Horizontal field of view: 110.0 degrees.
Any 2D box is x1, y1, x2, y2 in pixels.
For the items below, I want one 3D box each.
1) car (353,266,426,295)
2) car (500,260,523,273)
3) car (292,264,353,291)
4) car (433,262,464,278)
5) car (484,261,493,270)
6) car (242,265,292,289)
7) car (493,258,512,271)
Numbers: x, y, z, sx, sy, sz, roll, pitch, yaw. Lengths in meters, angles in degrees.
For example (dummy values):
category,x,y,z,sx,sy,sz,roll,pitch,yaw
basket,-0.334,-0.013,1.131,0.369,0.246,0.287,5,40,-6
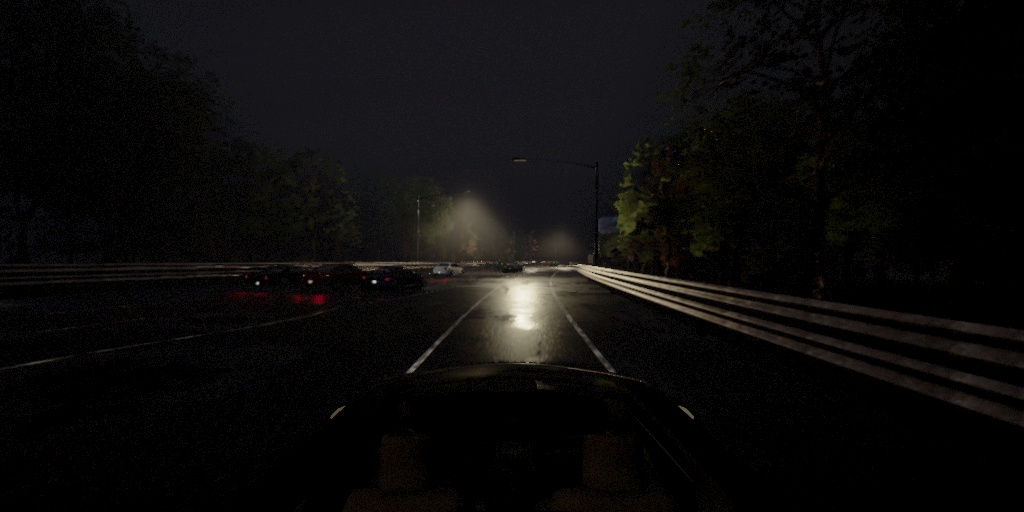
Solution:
category,x,y,z,sx,sy,sz,roll,pitch,yaw
car,-6.379,1.268,19.733,1.994,1.385,4.181,2,0,13
car,0.195,1.613,48.704,1.994,1.385,4.181,0,-1,13
car,-9.802,1.160,20.588,1.812,1.442,4.674,0,-1,13
car,-6.311,1.367,35.866,1.812,1.442,4.674,1,-1,13
car,-3.495,1.670,63.997,2.128,1.511,4.902,0,-1,13
car,-13.193,1.208,21.444,1.895,1.301,4.718,0,-1,13
car,-0.969,1.376,59.333,2.150,2.045,5.566,0,-1,13
